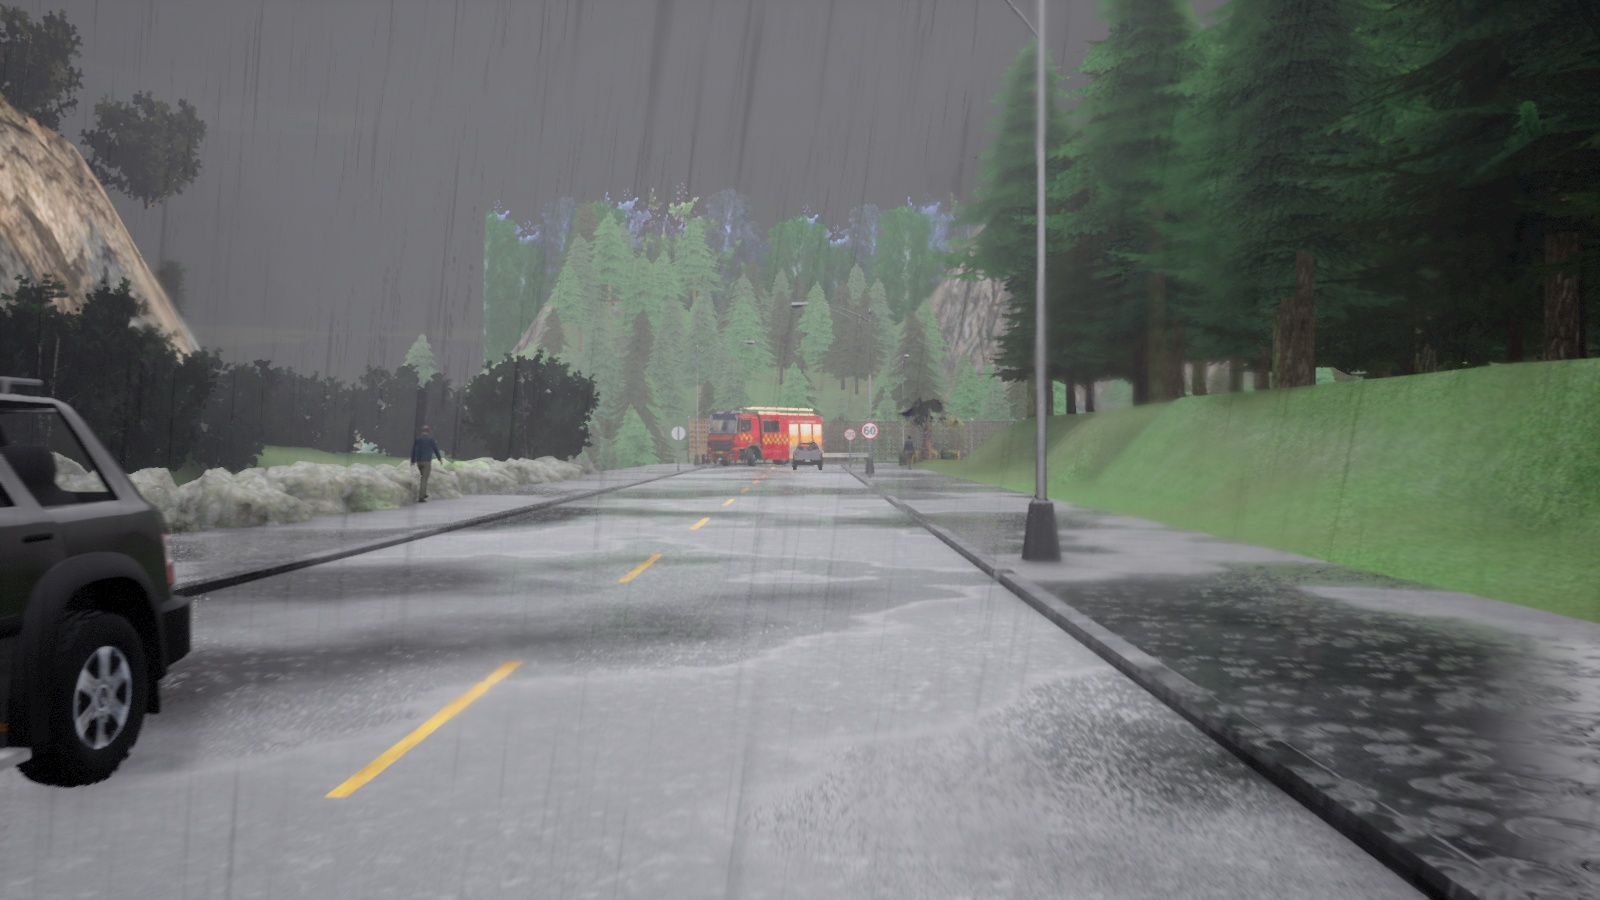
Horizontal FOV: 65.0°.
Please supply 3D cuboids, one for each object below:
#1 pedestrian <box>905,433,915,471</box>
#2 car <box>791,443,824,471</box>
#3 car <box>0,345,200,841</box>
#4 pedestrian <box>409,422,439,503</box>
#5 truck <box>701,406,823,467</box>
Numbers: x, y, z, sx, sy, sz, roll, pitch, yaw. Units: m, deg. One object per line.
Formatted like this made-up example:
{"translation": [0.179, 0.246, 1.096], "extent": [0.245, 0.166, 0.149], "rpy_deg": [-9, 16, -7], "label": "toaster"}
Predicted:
{"translation": [5.686, 0.095, 65.009], "extent": [0.423, 1.949, 0.788], "rpy_deg": [0, 0, 1], "label": "pedestrian"}
{"translation": [0.420, 0.366, 70.178], "extent": [1.845, 1.501, 3.633], "rpy_deg": [0, 0, 0], "label": "car"}
{"translation": [-3.963, 0.538, 3.940], "extent": [1.932, 1.855, 4.605], "rpy_deg": [0, 0, 0], "label": "car"}
{"translation": [-8.716, 0.285, 29.097], "extent": [0.402, 1.842, 0.726], "rpy_deg": [0, 0, 8], "label": "pedestrian"}
{"translation": [-2.406, -0.889, 83.137], "extent": [2.891, 3.827, 8.468], "rpy_deg": [0, 0, 43], "label": "truck"}
